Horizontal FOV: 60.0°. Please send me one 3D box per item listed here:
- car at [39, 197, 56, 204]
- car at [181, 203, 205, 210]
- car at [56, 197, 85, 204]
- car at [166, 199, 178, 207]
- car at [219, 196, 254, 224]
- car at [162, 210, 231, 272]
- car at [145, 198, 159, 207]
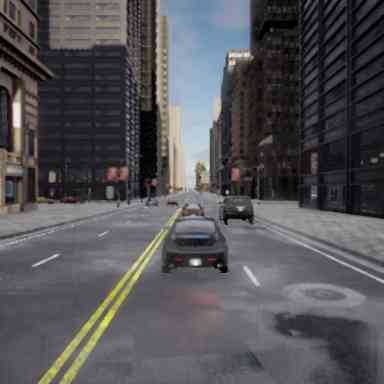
[{"bbox_3d":[-28.294,1.556,63.511,4.829,1.417,1.752,0,0,0],"label":"car"},{"bbox_3d":[0.074,1.620,27.365,1.812,1.442,4.674,0,0,0],"label":"car"},{"bbox_3d":[-22.840,1.620,63.549,4.507,1.381,1.887,0,0,0],"label":"car"},{"bbox_3d":[-3.312,1.787,56.297,1.895,1.301,4.718,0,0,0],"label":"car"},{"bbox_3d":[3.326,1.309,25.478,2.150,2.045,5.566,0,0,0],"label":"car"},{"bbox_3d":[0.088,1.543,10.872,1.837,1.490,4.892,0,0,0],"label":"car"},{"bbox_3d":[-6.571,1.675,55.304,2.128,1.511,4.902,0,0,0],"label":"car"}]
